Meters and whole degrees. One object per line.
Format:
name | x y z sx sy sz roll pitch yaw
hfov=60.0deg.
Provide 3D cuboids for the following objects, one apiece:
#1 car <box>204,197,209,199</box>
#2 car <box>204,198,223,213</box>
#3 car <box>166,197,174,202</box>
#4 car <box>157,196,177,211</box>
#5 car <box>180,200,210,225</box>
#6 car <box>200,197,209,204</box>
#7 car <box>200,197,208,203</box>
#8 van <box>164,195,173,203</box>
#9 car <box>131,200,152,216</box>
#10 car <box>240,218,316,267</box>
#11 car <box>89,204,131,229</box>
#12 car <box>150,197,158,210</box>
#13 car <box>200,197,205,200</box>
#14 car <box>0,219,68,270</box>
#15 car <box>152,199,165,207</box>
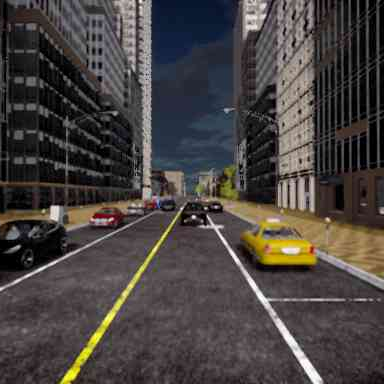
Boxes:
car | 2.767 1.717 62.478 1.967 1.590 4.097 0 0 0
car | 2.740 1.748 39.711 1.947 1.339 4.313 0 0 0
car | -5.588 1.931 85.271 1.947 1.339 4.313 0 0 0
car | -2.962 1.675 43.195 1.882 1.535 5.008 0 -1 0
car | 0.131 1.597 25.400 1.882 1.535 5.008 0 0 0
car | 2.780 1.904 73.862 1.802 1.307 4.206 0 0 0
car | 2.787 1.870 79.725 1.752 1.417 4.829 0 0 0
van | -5.593 1.685 79.580 1.690 1.788 3.998 0 0 0
car | -5.648 1.708 34.041 2.008 1.369 4.403 0 0 0
car | 2.707 1.581 11.420 1.752 1.417 4.829 0 0 0
car | -5.660 1.689 22.656 1.802 1.307 4.206 0 0 0
car | -5.634 1.751 45.426 1.887 1.381 4.507 0 0 0
car | 0.150 1.699 42.890 2.163 1.488 4.792 0 0 0
car | -5.674 1.620 11.273 1.947 1.339 4.313 0 0 0
car | -5.621 1.836 56.810 1.802 1.307 4.206 0 0 0
